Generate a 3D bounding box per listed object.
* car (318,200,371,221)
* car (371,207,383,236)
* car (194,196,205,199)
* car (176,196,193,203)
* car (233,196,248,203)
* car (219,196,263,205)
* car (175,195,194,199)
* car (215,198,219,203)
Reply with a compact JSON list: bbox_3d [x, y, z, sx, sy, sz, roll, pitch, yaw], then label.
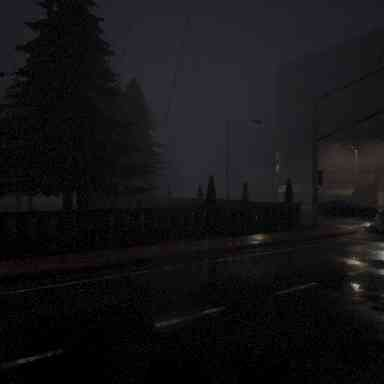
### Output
[{"bbox_3d":[12.589,1.422,27.318,1.882,1.535,5.008,0,0,-36],"label":"car"},{"bbox_3d":[10.485,1.526,16.701,1.812,1.442,4.674,1,0,21],"label":"car"},{"bbox_3d":[1.360,1.492,63.369,2.033,1.411,5.357,0,0,9],"label":"car"},{"bbox_3d":[-1.410,1.499,67.792,2.033,1.411,5.357,0,0,14],"label":"car"},{"bbox_3d":[10.077,1.492,68.480,2.033,1.411,5.357,0,0,20],"label":"car"},{"bbox_3d":[5.150,1.436,32.206,2.128,1.511,4.902,0,0,-31],"label":"car"},{"bbox_3d":[-1.562,1.295,48.037,2.097,1.767,4.553,0,0,-10],"label":"car"},{"bbox_3d":[3.827,1.422,41.985,1.882,1.535,5.008,0,0,-20],"label":"car"}]
